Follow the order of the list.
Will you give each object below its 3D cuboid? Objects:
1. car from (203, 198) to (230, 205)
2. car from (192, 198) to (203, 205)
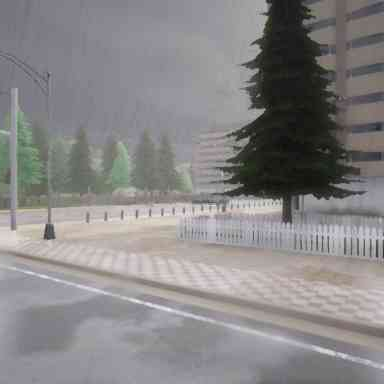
[{"bbox_3d":[4.752,1.611,58.773,2.033,1.411,5.357,0,0,36],"label":"car"},{"bbox_3d":[1.886,1.664,60.783,1.895,1.301,4.718,0,0,36],"label":"car"}]
